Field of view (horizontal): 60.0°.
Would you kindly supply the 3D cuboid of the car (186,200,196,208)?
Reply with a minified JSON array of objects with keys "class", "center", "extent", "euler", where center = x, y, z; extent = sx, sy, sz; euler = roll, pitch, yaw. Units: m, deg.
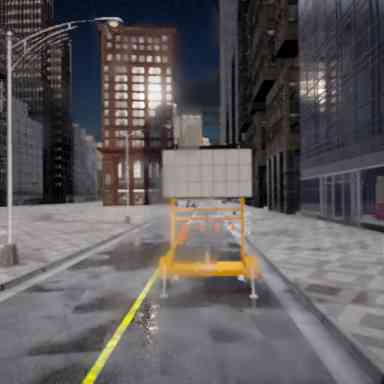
[{"class":"car","center":[-0.231,2.485,68.112],"extent":[2.128,1.511,4.902],"euler":[-1,-1,2]}]

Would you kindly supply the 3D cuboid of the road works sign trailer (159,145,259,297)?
[{"class":"road works sign trailer","center":[0.409,0.574,8.833],"extent":[2.380,3.560,2.880],"euler":[-1,-1,2]}]
